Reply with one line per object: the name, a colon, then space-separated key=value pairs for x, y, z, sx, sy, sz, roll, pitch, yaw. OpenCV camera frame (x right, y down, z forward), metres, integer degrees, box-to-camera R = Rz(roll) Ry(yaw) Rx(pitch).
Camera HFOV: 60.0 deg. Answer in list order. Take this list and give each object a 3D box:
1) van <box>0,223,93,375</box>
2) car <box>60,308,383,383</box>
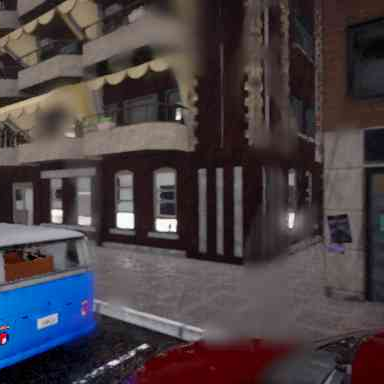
van: x=-3.307 y=1.392 z=5.235 sx=3.998 sy=1.788 sz=1.690 roll=-1 pitch=0 yaw=36
car: x=1.292 y=1.582 z=1.953 sx=4.206 sy=1.307 sz=1.802 roll=-1 pitch=0 yaw=36
